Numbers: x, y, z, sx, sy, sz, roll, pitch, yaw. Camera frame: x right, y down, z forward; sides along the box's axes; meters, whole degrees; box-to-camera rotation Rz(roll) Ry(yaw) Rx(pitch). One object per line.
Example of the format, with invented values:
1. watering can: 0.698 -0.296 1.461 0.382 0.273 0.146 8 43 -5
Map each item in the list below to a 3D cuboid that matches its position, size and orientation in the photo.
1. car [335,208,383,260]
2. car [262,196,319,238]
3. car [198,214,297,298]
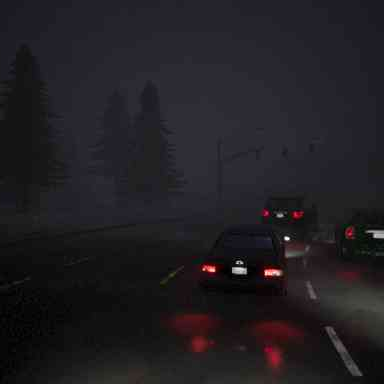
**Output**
1. car: 6.436 1.355 12.116 2.097 1.767 4.553 0 0 21
2. car: 5.477 1.224 18.219 2.150 2.045 5.566 0 0 28
3. car: 1.543 1.547 8.769 2.033 1.411 5.357 0 0 15
